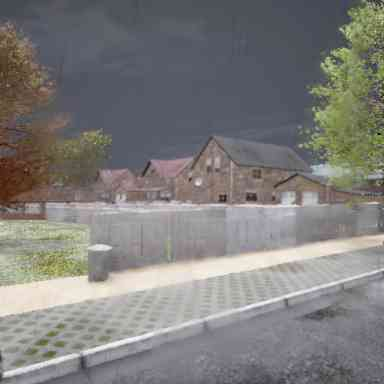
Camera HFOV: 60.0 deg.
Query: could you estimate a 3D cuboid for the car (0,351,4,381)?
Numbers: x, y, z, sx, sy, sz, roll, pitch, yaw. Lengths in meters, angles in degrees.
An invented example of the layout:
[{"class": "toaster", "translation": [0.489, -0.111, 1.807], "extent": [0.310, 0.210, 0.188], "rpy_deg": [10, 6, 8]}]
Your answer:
[{"class": "car", "translation": [-3.414, 1.219, 0.513], "extent": [5.566, 2.045, 2.150], "rpy_deg": [0, 0, -35]}]
